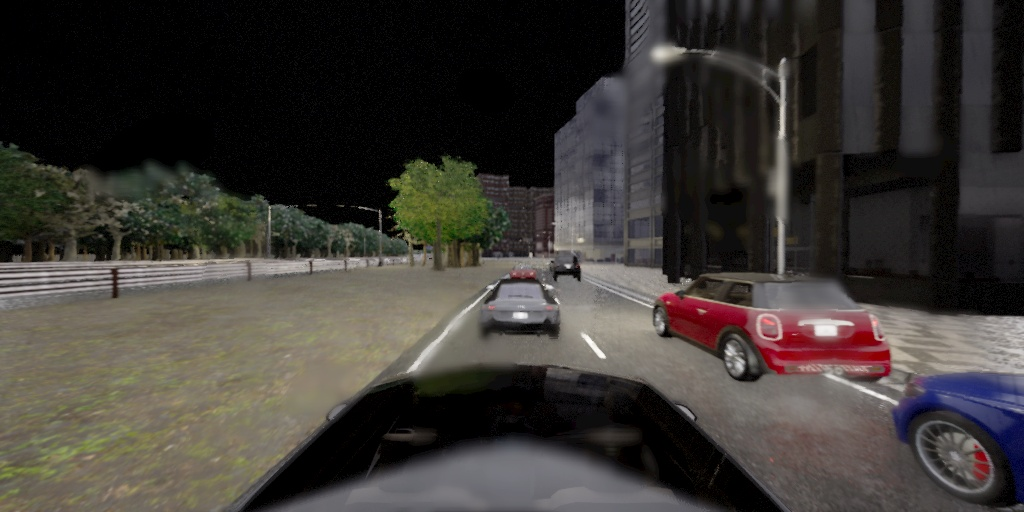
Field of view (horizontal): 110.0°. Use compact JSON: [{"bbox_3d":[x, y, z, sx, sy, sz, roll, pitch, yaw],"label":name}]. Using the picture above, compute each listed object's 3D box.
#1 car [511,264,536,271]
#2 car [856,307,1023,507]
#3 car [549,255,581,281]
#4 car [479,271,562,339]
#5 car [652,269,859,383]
[{"bbox_3d":[0.910,1.309,27.898,1.895,1.301,4.718,0,0,3],"label":"car"},{"bbox_3d":[4.537,1.289,1.422,1.812,1.442,4.674,0,0,0],"label":"car"},{"bbox_3d":[4.447,0.935,29.831,2.150,2.045,5.566,0,0,4],"label":"car"},{"bbox_3d":[0.226,1.299,10.036,1.994,1.385,4.181,0,0,1],"label":"car"},{"bbox_3d":[4.592,1.103,7.317,2.097,1.767,4.553,0,0,1],"label":"car"}]
